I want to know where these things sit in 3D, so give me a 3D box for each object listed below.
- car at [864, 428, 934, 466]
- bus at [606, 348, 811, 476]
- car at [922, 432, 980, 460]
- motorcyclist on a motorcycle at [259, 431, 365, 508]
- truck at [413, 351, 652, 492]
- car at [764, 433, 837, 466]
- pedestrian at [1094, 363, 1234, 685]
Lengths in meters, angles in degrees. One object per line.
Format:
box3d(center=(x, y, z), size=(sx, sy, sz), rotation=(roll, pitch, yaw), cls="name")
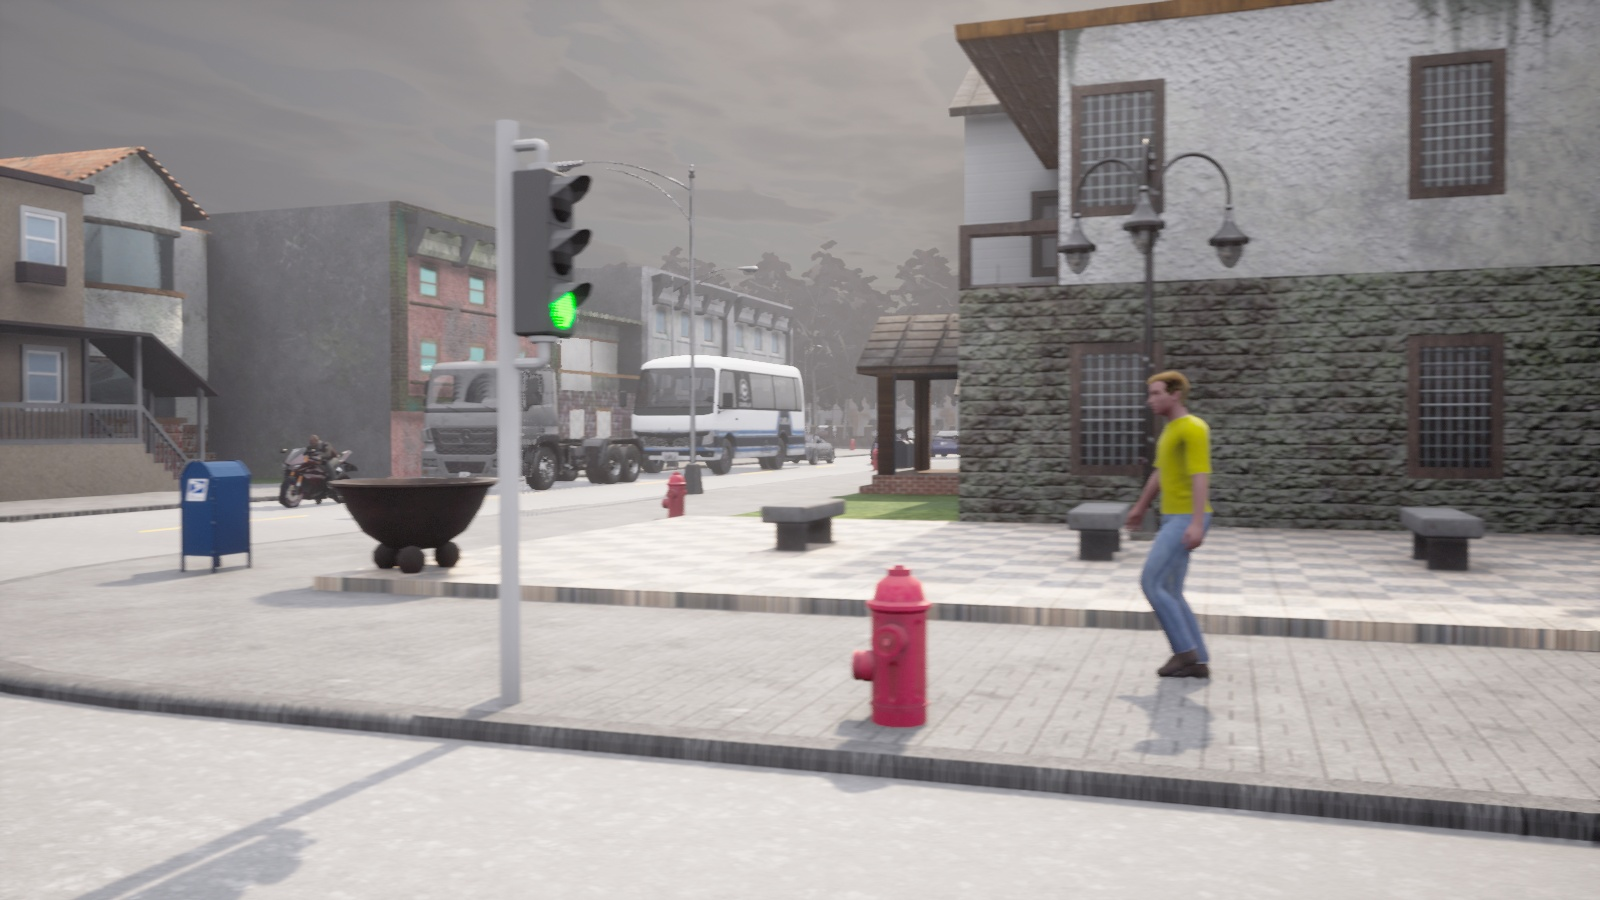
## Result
box3d(center=(4.554, -0.162, 57.275), size=(2.033, 1.649, 4.856), rotation=(1, 1, 19), cls="car")
box3d(center=(-3.098, -1.339, 47.126), size=(3.944, 4.253, 10.273), rotation=(1, 1, 19), cls="bus")
box3d(center=(8.259, -0.253, 68.190), size=(2.163, 1.488, 4.792), rotation=(1, 1, 19), cls="car")
box3d(center=(-10.184, 0.380, 26.297), size=(0.866, 1.530, 2.191), rotation=(1, 1, 18), cls="motorcyclist on a motorcycle")
box3d(center=(-7.173, -0.768, 35.130), size=(2.891, 3.462, 7.936), rotation=(1, 1, 19), cls="truck")
box3d(center=(0.062, -0.037, 56.470), size=(1.994, 1.385, 4.181), rotation=(1, 1, 19), cls="car")
box3d(center=(2.124, 0.420, 7.362), size=(0.706, 1.836, 0.354), rotation=(0, 1, 2), cls="pedestrian")
